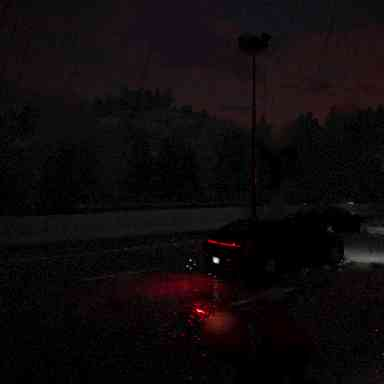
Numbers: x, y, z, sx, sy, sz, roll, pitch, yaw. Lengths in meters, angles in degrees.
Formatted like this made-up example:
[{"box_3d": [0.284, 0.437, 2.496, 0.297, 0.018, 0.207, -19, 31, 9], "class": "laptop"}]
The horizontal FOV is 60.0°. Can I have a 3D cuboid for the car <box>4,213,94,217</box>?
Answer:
[{"box_3d": [-8.333, 1.482, 19.537, 5.357, 1.411, 2.033, 0, 0, -35], "class": "car"}]

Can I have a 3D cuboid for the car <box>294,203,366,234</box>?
[{"box_3d": [7.195, 1.444, 17.474, 5.008, 1.535, 1.882, 0, 0, -35], "class": "car"}]

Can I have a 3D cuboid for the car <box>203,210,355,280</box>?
[{"box_3d": [2.582, 1.483, 9.902, 4.892, 1.490, 1.837, 0, 0, -35], "class": "car"}]

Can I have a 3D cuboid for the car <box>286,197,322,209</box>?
[{"box_3d": [15.092, 1.401, 44.798, 4.902, 1.511, 2.128, 0, 0, -35], "class": "car"}]

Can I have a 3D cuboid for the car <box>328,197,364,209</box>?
[{"box_3d": [20.605, 1.468, 44.410, 5.357, 1.411, 2.033, 0, 0, -35], "class": "car"}]
